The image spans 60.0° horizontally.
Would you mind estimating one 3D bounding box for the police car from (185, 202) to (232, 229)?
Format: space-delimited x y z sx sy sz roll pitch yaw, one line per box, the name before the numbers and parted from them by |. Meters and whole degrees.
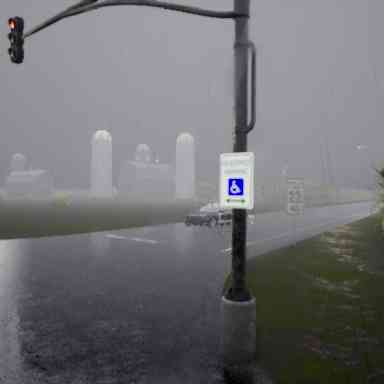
police car | 1.454 1.508 22.509 1.930 1.638 5.238 1 0 36
